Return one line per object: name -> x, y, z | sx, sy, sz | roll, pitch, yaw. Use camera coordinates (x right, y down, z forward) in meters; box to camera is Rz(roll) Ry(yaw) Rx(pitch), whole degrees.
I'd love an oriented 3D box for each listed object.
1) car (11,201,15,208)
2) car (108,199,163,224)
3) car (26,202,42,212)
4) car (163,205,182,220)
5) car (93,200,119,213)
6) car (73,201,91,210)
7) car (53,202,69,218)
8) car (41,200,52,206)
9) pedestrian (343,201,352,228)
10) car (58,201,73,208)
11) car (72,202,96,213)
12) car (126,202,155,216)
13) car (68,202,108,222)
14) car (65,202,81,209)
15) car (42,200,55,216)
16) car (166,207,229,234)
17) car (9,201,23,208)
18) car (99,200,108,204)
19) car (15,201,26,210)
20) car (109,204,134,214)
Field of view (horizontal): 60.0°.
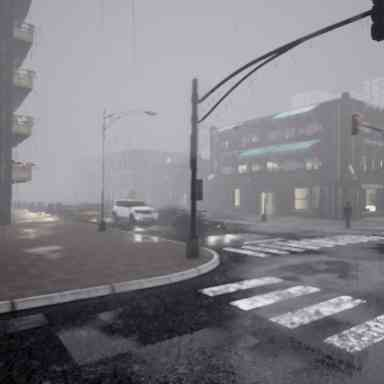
car -> -33.075, 2.482, 63.922 | 1.887, 1.381, 4.507 | 0, -1, -36
car -> -5.082, 1.656, 29.214 | 2.150, 2.045, 5.566 | 1, -1, -35
car -> -23.181, 2.170, 50.061 | 1.967, 1.590, 4.097 | 0, -1, -36
car -> -2.019, 1.959, 30.390 | 2.128, 1.511, 4.902 | 1, -1, -35
car -> -13.042, 2.088, 50.293 | 2.192, 1.841, 5.009 | 0, -1, -36
car -> -19.739, 2.438, 59.668 | 1.752, 1.417, 4.829 | 0, -1, -36
car -> -13.293, 2.076, 36.193 | 2.008, 1.369, 4.403 | 0, -1, -36
car -> -36.237, 2.785, 82.765 | 1.752, 1.417, 4.829 | 0, -1, -36
pedestrian -> 10.499, 1.521, 22.427 | 0.375, 1.860, 0.375 | 0, 0, -36
car -> -26.240, 2.630, 68.768 | 1.802, 1.307, 4.206 | 0, -1, -36
car -> -16.402, 2.256, 50.510 | 2.128, 1.511, 4.902 | 1, -1, -35
car -> -6.425, 2.077, 41.067 | 1.967, 1.590, 4.097 | 0, -1, -36
car -> -9.938, 1.979, 31.404 | 1.752, 1.417, 4.829 | 0, -1, -36
car -> -22.939, 2.561, 64.149 | 1.802, 1.307, 4.206 | 0, -1, -36
car -> -16.564, 2.034, 40.834 | 1.967, 1.590, 4.097 | 0, -1, -36
car -> 0.450, 1.886, 21.461 | 1.994, 1.385, 4.181 | 1, -1, -35
car -> -36.375, 2.557, 68.542 | 2.008, 1.369, 4.403 | 0, -1, -36
car -> -11.140, 2.037, 37.715 | 1.882, 1.535, 5.008 | 1, -1, -36
car -> -29.775, 2.434, 59.302 | 1.947, 1.339, 4.313 | 0, -1, -36
car -> -9.740, 2.287, 45.671 | 1.802, 1.307, 4.206 | 0, -1, -36
